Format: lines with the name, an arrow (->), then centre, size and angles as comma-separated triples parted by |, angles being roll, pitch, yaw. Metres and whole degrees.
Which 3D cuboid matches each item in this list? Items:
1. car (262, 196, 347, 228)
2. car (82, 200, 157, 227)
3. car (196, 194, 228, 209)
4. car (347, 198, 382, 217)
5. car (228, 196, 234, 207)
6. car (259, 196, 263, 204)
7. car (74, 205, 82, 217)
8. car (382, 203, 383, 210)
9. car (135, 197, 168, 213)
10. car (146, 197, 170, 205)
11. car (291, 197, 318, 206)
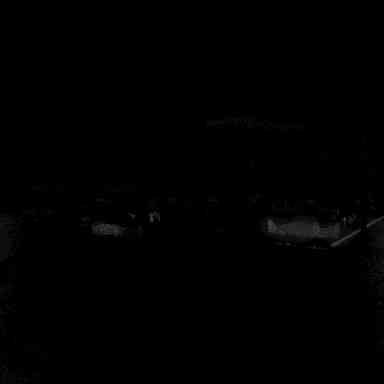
car -> 7.337, 1.287, 21.840 | 4.605, 1.855, 1.932 | 0, 0, 35
car -> -4.844, 1.488, 21.969 | 4.514, 1.523, 2.007 | 0, 0, 35
car -> 2.375, 1.267, 44.893 | 3.866, 1.878, 1.905 | 0, 0, 35
car -> 15.124, 1.488, 31.589 | 4.514, 1.523, 2.007 | 0, 0, 35
car -> 3.720, 1.287, 47.501 | 4.605, 1.855, 1.932 | 0, 0, 35
car -> 14.582, 1.564, 62.580 | 3.633, 1.501, 1.845 | 0, 0, 35
car -> -8.475, 1.422, 29.035 | 3.806, 1.475, 1.970 | 0, 0, 35
car -> 20.939, 1.510, 39.716 | 3.633, 1.501, 1.845 | 0, 0, 35
car -> -5.026, 1.343, 34.456 | 5.027, 1.636, 2.152 | 0, 0, 35
car -> -6.441, 1.736, 62.994 | 1.812, 1.442, 4.674 | 0, 0, 35
car -> 18.911, 1.574, 55.857 | 3.806, 1.475, 1.970 | 0, 0, 35
